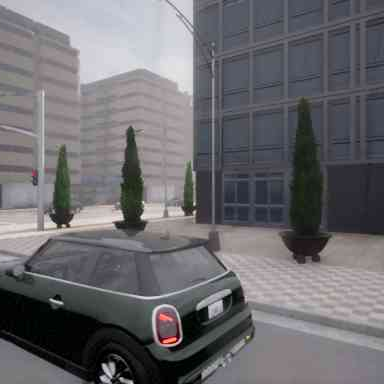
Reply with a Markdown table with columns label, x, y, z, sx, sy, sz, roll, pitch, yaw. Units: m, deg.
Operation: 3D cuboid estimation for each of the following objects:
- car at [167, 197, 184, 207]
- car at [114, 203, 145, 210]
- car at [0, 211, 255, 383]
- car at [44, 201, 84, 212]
| label | x | y | z | sx | sy | sz | roll | pitch | yaw |
| --- | --- | --- | --- | --- | --- | --- | --- | --- | --- |
| car | -2.242 | 1.590 | 52.730 | 1.837 | 1.490 | 4.892 | 0 | 0 | 35 |
| car | -8.189 | 1.610 | 44.309 | 1.812 | 1.442 | 4.674 | 0 | 0 | 35 |
| car | -1.459 | 1.356 | 5.032 | 4.553 | 1.767 | 2.097 | 0 | 0 | 35 |
| car | -14.083 | 1.589 | 35.969 | 1.837 | 1.490 | 4.892 | 0 | 0 | 35 |
